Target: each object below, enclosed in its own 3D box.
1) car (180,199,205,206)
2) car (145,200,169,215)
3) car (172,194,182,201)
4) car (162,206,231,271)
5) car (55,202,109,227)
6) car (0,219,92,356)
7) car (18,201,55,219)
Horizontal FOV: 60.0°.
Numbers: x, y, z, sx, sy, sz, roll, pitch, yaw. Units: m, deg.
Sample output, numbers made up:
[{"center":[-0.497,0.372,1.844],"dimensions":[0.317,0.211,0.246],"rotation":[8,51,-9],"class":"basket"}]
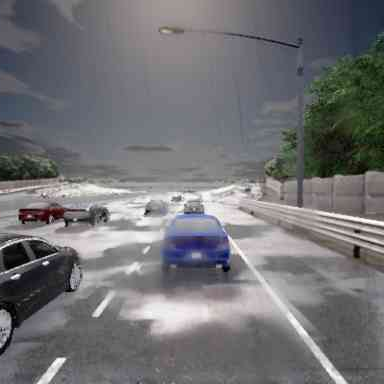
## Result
[{"center":[0.192,1.433,29.412],"dimensions":[2.033,1.411,5.357],"rotation":[0,0,0],"class":"car"},{"center":[-3.390,1.437,32.439],"dimensions":[1.994,1.385,4.181],"rotation":[0,0,0],"class":"car"},{"center":[-3.218,1.226,70.800],"dimensions":[2.128,1.511,4.902],"rotation":[0,0,0],"class":"car"},{"center":[0.114,1.442,10.860],"dimensions":[1.882,1.535,5.008],"rotation":[0,0,0],"class":"car"},{"center":[-6.847,1.408,21.974],"dimensions":[2.128,1.511,4.902],"rotation":[0,0,0],"class":"car"},{"center":[-3.496,1.493,5.911],"dimensions":[1.837,1.490,4.892],"rotation":[0,0,0],"class":"car"},{"center":[-10.339,1.387,23.635],"dimensions":[1.882,1.535,5.008],"rotation":[0,0,0],"class":"car"}]
